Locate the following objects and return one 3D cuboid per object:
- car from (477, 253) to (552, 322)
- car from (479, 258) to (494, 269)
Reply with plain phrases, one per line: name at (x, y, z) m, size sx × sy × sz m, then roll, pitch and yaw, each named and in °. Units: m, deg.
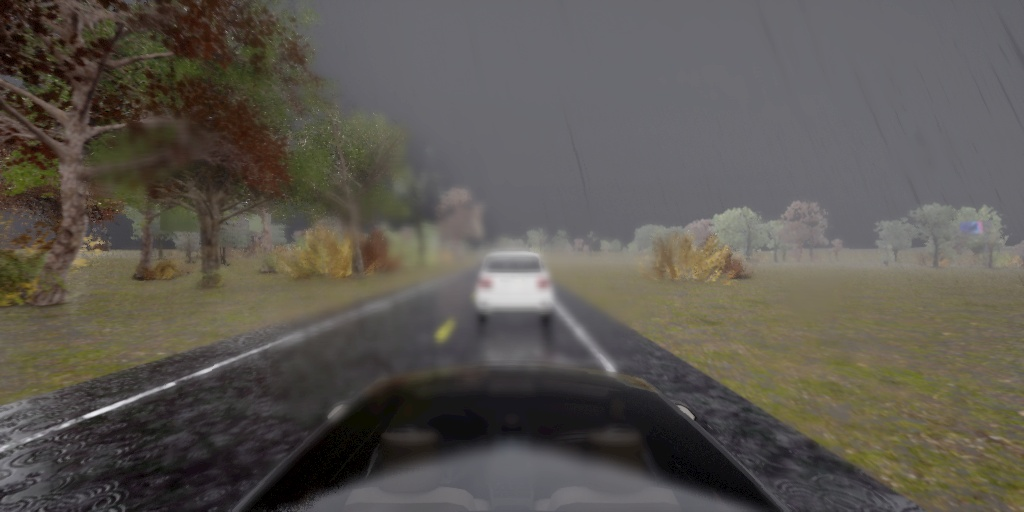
car at (0.063, 0.922, 12.246) m, size 2.150 × 2.045 × 5.566 m, roll 0°, pitch 0°, yaw 0°
car at (-3.583, 1.021, 51.501) m, size 1.837 × 1.490 × 4.892 m, roll 0°, pitch 1°, yaw 0°
